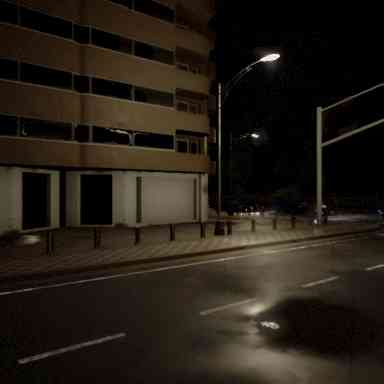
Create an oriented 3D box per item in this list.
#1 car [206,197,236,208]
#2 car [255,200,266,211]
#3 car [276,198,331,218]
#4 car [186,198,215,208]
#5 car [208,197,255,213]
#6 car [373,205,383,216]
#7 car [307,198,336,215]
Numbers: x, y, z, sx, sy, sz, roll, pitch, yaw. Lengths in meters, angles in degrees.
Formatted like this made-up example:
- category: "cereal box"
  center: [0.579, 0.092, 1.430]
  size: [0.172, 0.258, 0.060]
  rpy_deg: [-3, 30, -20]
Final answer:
- category: "car"
  center: [4.419, 1.552, 50.918]
  size: [1.837, 1.490, 4.892]
  rpy_deg: [0, 0, -36]
- category: "car"
  center: [6.946, 1.553, 41.091]
  size: [1.837, 1.490, 4.892]
  rpy_deg: [0, 0, -36]
- category: "car"
  center: [10.013, 1.575, 30.886]
  size: [1.812, 1.442, 4.674]
  rpy_deg: [0, 0, -37]
- category: "car"
  center: [1.190, 1.649, 49.082]
  size: [1.895, 1.301, 4.718]
  rpy_deg: [0, 0, -36]
- category: "car"
  center: [4.388, 1.597, 38.653]
  size: [2.033, 1.411, 5.357]
  rpy_deg: [0, 0, -36]
- category: "car"
  center: [19.243, 1.524, 30.372]
  size: [1.882, 1.535, 5.008]
  rpy_deg: [0, 0, -36]
- category: "car"
  center: [12.192, 1.400, 33.819]
  size: [2.097, 1.767, 4.553]
  rpy_deg: [0, 0, -36]
